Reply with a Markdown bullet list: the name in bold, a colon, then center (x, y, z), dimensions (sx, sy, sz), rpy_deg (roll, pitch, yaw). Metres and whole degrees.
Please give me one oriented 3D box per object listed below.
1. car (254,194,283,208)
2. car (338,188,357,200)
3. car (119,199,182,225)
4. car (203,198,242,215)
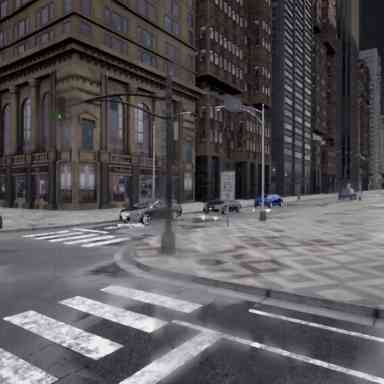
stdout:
- **car**: center (8.749, 0.961, 37.766), dimensions (1.882, 1.535, 5.008), rpy_deg (0, 1, 36)
- **car**: center (27.047, 0.361, 57.845), dimensions (2.150, 2.045, 5.566), rpy_deg (0, 1, 36)
- **car**: center (-2.616, 1.236, 21.893), dimensions (2.128, 1.511, 4.902), rpy_deg (0, 1, 36)
- **car**: center (2.718, 1.185, 29.342), dimensions (1.994, 1.385, 4.181), rpy_deg (0, 1, 36)
